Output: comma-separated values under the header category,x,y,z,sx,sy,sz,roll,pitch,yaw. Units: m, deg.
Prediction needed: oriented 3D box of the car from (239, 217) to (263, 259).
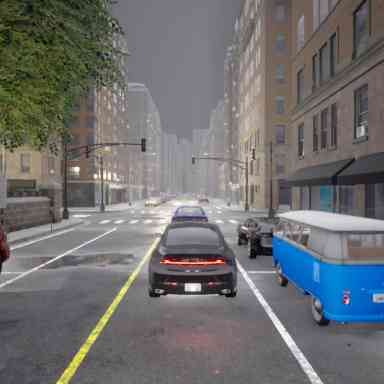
category,x,y,z,sx,sy,sz,roll,pitch,yaw
car,2.764,1.563,12.455,1.947,1.339,4.313,0,0,0

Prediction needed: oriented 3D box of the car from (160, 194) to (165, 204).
category,x,y,z,sx,sy,sz,roll,pitch,yaw
car,-6.102,1.521,55.825,2.008,1.369,4.403,0,0,0

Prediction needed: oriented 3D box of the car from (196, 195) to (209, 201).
category,x,y,z,sx,sy,sz,roll,pitch,yaw
car,2.336,1.409,66.830,1.967,1.590,4.097,0,0,0

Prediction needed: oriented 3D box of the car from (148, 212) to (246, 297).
category,x,y,z,sx,sy,sz,roll,pitch,yaw
car,0.009,1.503,8.536,1.837,1.490,4.892,0,0,0

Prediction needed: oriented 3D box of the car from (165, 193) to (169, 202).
category,x,y,z,sx,sy,sz,roll,pitch,yaw
car,-6.188,1.514,66.727,1.887,1.381,4.507,0,0,0

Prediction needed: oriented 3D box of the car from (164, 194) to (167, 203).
category,x,y,z,sx,sy,sz,roll,pitch,yaw
car,-6.145,1.514,61.276,1.887,1.381,4.507,0,0,0

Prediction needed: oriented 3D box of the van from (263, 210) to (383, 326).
category,x,y,z,sx,sy,sz,roll,pitch,yaw
van,2.808,1.340,6.795,1.690,1.788,3.998,0,0,0

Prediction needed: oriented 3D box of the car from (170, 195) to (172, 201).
category,x,y,z,sx,sy,sz,roll,pitch,yaw
car,-6.273,1.522,77.628,2.008,1.369,4.403,0,0,0

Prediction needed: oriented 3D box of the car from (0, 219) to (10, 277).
category,x,y,z,sx,sy,sz,roll,pitch,yaw
car,-5.717,1.314,6.688,2.192,1.841,5.009,0,0,0

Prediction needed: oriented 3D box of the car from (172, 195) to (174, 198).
category,x,y,z,sx,sy,sz,roll,pitch,yaw
car,-6.317,1.289,83.079,2.192,1.841,5.009,0,0,0

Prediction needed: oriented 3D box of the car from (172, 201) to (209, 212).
category,x,y,z,sx,sy,sz,roll,pitch,yaw
car,-0.104,1.472,18.032,1.882,1.535,5.008,0,0,0

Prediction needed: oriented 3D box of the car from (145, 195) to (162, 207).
category,x,y,z,sx,sy,sz,roll,pitch,yaw
car,-6.058,1.497,50.205,1.752,1.417,4.829,0,0,0
